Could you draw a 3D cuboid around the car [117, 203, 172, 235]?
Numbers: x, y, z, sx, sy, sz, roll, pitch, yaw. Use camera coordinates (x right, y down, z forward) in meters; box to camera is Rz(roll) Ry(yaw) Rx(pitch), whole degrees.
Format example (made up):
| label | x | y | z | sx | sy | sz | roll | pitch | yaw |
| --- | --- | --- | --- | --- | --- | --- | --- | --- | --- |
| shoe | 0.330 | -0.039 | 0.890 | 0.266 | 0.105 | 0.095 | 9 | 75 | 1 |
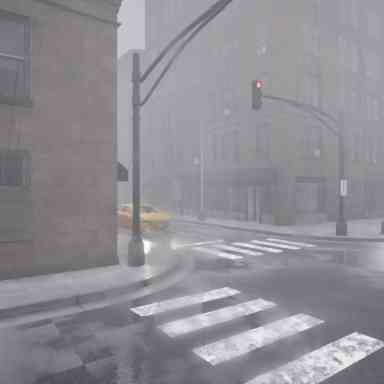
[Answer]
| label | x | y | z | sx | sy | sz | roll | pitch | yaw |
| --- | --- | --- | --- | --- | --- | --- | --- | --- | --- |
| car | -2.931 | 1.383 | 18.392 | 1.882 | 1.535 | 5.008 | 0 | 0 | -34 |
